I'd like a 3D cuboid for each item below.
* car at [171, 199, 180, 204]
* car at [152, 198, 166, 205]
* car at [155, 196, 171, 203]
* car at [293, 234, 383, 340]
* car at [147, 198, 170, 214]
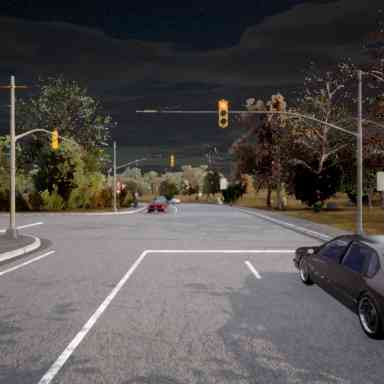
[{"bbox_3d":[-4.423,2.365,83.323,1.812,1.442,4.674,0,-1,-22],"label":"car"},{"bbox_3d":[-8.292,2.353,83.522,1.882,1.535,5.008,0,-1,-25],"label":"car"},{"bbox_3d":[-4.352,1.648,48.777,1.837,1.490,4.892,0,-1,-4],"label":"car"},{"bbox_3d":[3.609,1.547,6.472,2.033,1.411,5.357,0,0,0],"label":"car"},{"bbox_3d":[-3.726,1.618,35.861,1.895,1.301,4.718,0,0,-1],"label":"car"}]
